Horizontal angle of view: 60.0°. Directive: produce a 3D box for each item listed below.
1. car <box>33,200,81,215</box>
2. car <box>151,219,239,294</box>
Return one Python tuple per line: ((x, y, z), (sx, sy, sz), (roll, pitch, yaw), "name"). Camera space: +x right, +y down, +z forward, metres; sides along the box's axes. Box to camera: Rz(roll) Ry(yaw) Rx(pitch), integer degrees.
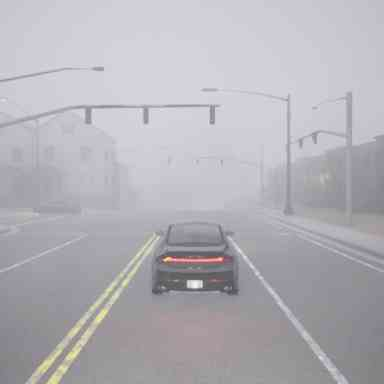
((-12.477, 1.390, 30.841), (4.181, 1.385, 1.994), (0, 0, 8), "car")
((0.076, 1.456, 8.609), (1.837, 1.490, 4.892), (0, 0, 1), "car")
